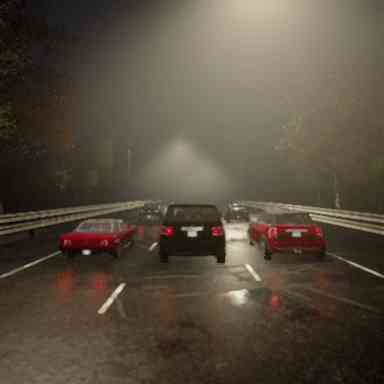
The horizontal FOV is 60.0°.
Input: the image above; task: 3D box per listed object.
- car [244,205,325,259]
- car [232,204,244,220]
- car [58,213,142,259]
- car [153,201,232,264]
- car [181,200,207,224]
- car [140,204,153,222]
[{"bbox_3d":[3.557,1.475,13.332,2.097,1.767,4.553,0,-1,1],"label":"car"},{"bbox_3d":[3.699,1.754,28.351,2.128,1.511,4.902,0,0,1],"label":"car"},{"bbox_3d":[-3.448,1.724,13.197,1.895,1.301,4.718,0,-1,1],"label":"car"},{"bbox_3d":[0.040,1.341,12.500,2.150,2.045,5.566,0,0,1],"label":"car"},{"bbox_3d":[0.199,1.612,28.311,2.097,1.767,4.553,0,-1,1],"label":"car"},{"bbox_3d":[-3.300,1.755,28.436,2.128,1.511,4.902,0,0,1],"label":"car"}]
